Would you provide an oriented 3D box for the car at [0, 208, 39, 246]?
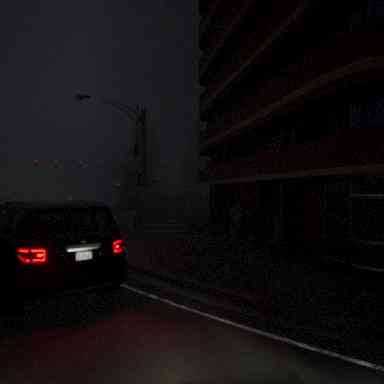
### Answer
[{"bbox_3d":[-8.473,1.564,15.906,1.994,1.385,4.181,0,0,-26],"label":"car"}]

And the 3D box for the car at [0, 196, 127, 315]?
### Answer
[{"bbox_3d":[-3.611,1.221,7.933,2.150,2.045,5.566,0,0,-40],"label":"car"}]
